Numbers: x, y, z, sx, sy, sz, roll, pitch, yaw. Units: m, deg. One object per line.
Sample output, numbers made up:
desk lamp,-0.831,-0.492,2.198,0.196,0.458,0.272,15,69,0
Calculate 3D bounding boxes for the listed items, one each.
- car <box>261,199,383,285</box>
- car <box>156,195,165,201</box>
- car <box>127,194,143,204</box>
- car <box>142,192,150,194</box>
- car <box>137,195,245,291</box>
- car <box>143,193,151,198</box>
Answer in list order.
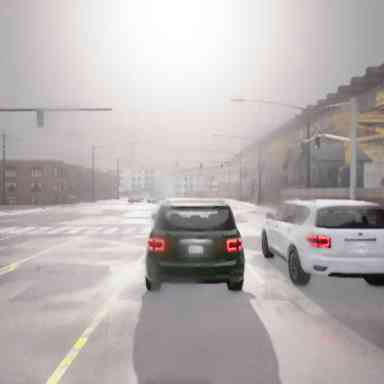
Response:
car,3.526,1.220,9.613,2.150,2.045,5.566,0,0,0
car,-7.318,1.393,77.568,1.812,1.442,4.674,0,0,0
car,-10.798,1.404,62.292,1.812,1.442,4.674,0,0,0
car,-10.818,1.083,77.661,2.150,2.045,5.566,0,0,0
car,0.030,1.210,9.114,2.150,2.045,5.566,0,0,-1
car,-7.299,1.438,62.186,2.033,1.411,5.357,0,0,0
